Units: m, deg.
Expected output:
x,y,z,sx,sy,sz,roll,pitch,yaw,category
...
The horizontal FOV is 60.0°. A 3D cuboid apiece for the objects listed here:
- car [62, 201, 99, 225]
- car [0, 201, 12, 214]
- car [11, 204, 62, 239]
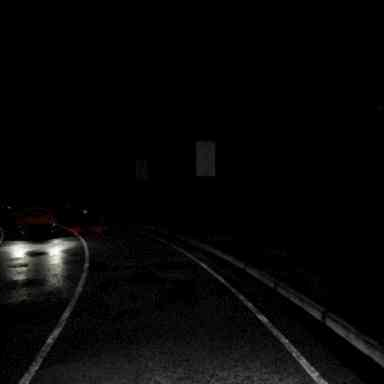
x,y,z,sx,sy,sz,roll,pitch,yaw,category
-8.740,1.433,25.131,2.097,1.767,4.553,0,0,-35,car
-21.196,1.647,36.673,4.181,1.385,1.994,0,-1,33,car
-8.584,1.526,18.112,1.882,1.535,5.008,1,0,-29,car
